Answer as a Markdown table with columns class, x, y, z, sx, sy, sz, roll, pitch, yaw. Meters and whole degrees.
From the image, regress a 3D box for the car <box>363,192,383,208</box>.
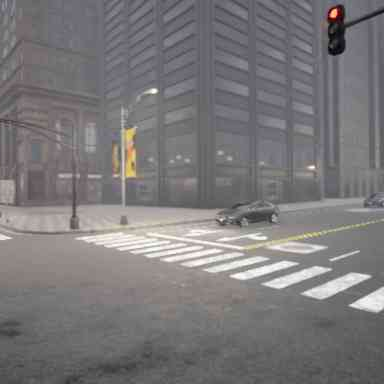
| class | x | y | z | sx | sy | sz | roll | pitch | yaw |
| --- | --- | --- | --- | --- | --- | --- | --- | --- | --- |
| car | 19.400 | 0.834 | 34.367 | 4.892 | 1.490 | 1.837 | -2 | 0 | -41 |

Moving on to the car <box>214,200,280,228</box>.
| class | x | y | z | sx | sy | sz | roll | pitch | yaw |
| --- | --- | --- | --- | --- | --- | --- | --- | --- | --- |
| car | 3.473 | 1.287 | 20.431 | 4.892 | 1.490 | 1.837 | -2 | 1 | -41 |
